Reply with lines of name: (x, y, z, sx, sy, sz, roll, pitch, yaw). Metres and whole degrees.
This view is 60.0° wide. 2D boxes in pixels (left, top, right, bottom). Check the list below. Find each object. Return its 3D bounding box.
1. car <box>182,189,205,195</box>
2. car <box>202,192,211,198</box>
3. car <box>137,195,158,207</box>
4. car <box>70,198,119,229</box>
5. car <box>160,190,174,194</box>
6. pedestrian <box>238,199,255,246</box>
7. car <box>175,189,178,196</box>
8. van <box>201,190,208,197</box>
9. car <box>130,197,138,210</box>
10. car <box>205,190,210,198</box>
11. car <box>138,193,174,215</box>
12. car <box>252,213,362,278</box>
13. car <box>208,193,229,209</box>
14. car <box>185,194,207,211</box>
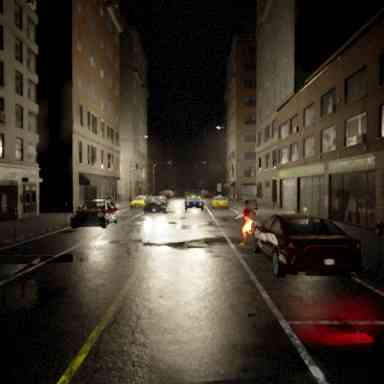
car: (0.190, 0.683, 43.980, 2.150, 2.045, 5.566, 0, 1, 0)
car: (3.176, 0.678, 73.775, 1.947, 1.339, 4.313, 0, 1, 0)
car: (-5.490, 1.042, 41.539, 2.008, 1.369, 4.403, 0, 1, 0)
car: (-5.587, 1.199, 19.437, 1.967, 1.590, 4.097, 0, 1, 0)
car: (-5.374, 0.492, 68.309, 2.192, 1.841, 5.009, 0, 1, 0)
pedestrian: (2.096, 1.135, 12.641, 0.375, 1.860, 0.375, 0, 1, -10)
car: (-5.302, 0.425, 84.813, 1.967, 1.590, 4.097, 0, 1, 0)
van: (3.223, 0.325, 84.774, 1.690, 1.788, 3.998, 0, 1, 0)
car: (-5.515, 1.085, 35.844, 1.752, 1.417, 4.829, 0, 1, 0)
car: (3.152, 0.720, 68.273, 1.887, 1.381, 4.507, 0, 1, 0)
car: (-2.973, 1.137, 28.697, 2.128, 1.511, 4.902, 0, 1, 0)
car: (3.041, 1.355, 9.806, 1.882, 1.535, 5.008, 0, 1, 0)
car: (3.012, 1.080, 36.146, 1.752, 1.417, 4.829, 0, 1, 0)
car: (0.229, 1.181, 34.044, 1.895, 1.301, 4.718, 0, 1, 0)
